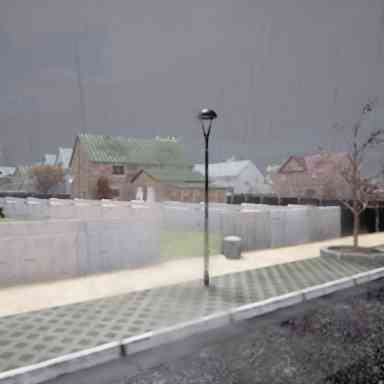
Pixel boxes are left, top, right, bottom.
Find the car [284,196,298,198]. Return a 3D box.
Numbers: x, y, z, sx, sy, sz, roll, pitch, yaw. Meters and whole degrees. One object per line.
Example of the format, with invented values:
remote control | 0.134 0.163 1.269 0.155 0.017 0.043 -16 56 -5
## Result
car | 11.797 1.225 38.728 2.128 1.511 4.902 0 1 -34
